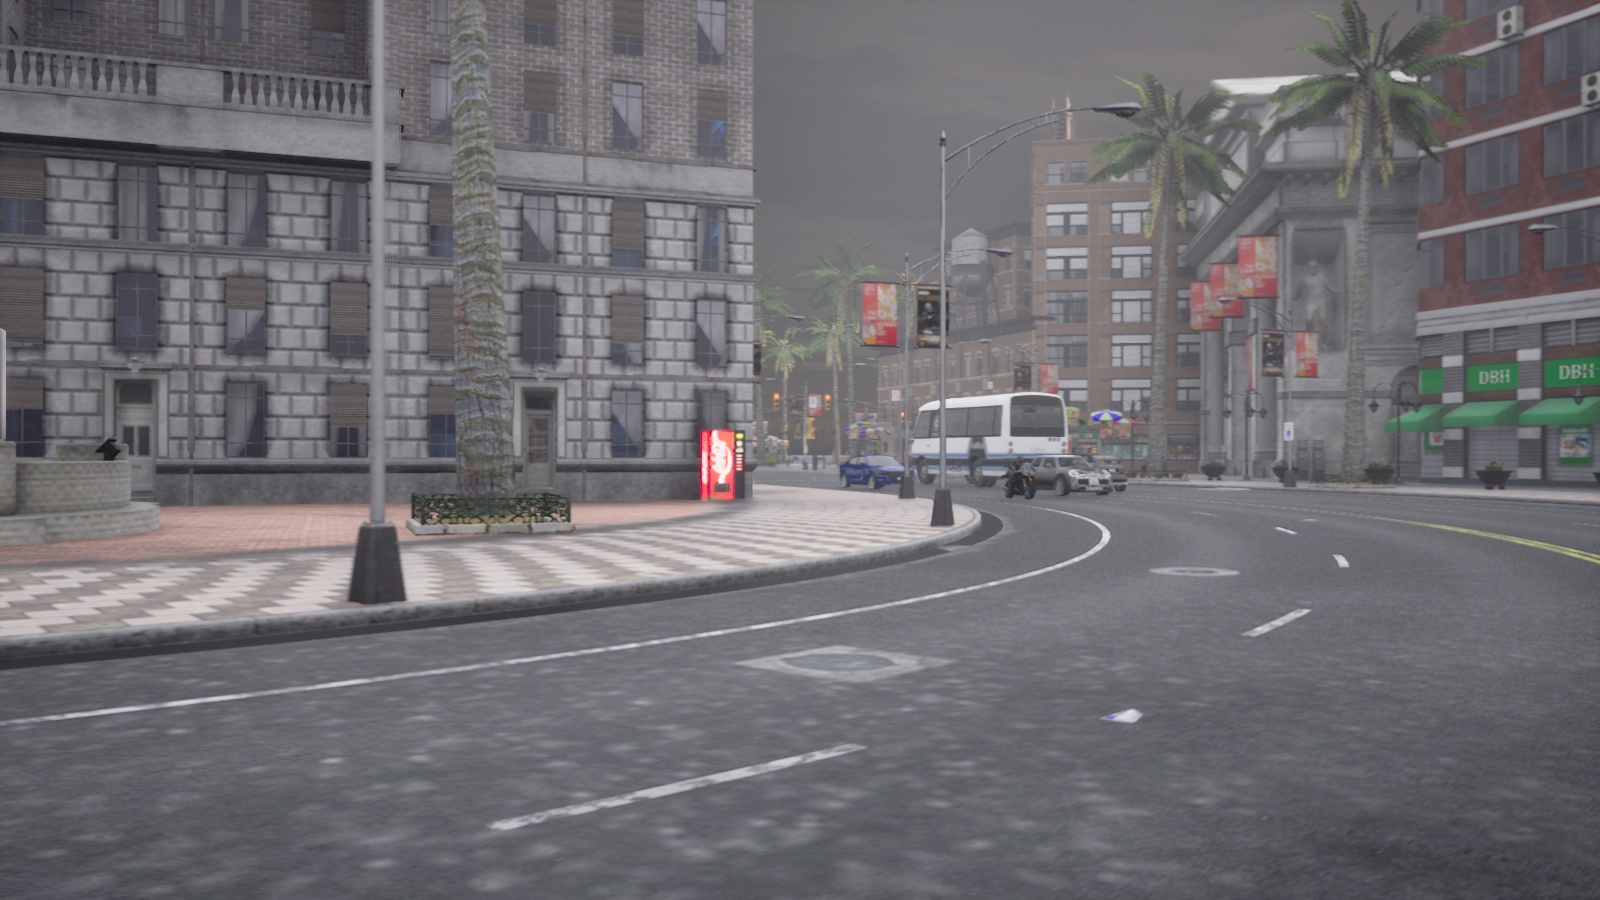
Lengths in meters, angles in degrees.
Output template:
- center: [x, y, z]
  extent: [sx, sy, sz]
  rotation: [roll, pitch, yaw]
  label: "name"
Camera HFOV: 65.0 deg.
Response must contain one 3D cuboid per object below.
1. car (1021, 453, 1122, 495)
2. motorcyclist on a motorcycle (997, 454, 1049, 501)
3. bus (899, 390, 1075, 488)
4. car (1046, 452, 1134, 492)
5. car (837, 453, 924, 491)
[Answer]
- center: [9.872, 0.843, 46.004]
  extent: [1.970, 1.475, 3.806]
  rotation: [0, 0, -18]
  label: "car"
- center: [7.403, 0.905, 41.866]
  extent: [0.866, 1.530, 2.191]
  rotation: [0, 0, -14]
  label: "motorcyclist on a motorcycle"
- center: [8.654, -0.446, 60.148]
  extent: [3.944, 4.253, 10.273]
  rotation: [0, 0, -20]
  label: "bus"
- center: [11.786, 0.869, 51.217]
  extent: [1.789, 1.549, 3.705]
  rotation: [0, 0, -20]
  label: "car"
- center: [3.385, 0.901, 53.928]
  extent: [1.882, 1.535, 5.008]
  rotation: [0, 0, -20]
  label: "car"
